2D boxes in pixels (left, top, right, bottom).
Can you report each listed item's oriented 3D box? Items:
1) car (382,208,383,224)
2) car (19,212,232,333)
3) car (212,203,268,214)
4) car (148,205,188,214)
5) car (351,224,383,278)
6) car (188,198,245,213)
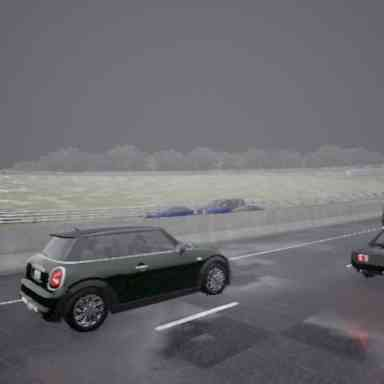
[{"bbox_3d":[13.546,1.283,20.251,5.566,2.045,2.150,-1,-1,-41],"label":"car"},{"bbox_3d":[-1.198,1.518,7.441,4.553,1.767,2.097,0,-1,-41],"label":"car"},{"bbox_3d":[4.196,1.847,26.300,4.892,1.490,1.837,-1,-1,-41],"label":"car"},{"bbox_3d":[-1.865,1.998,30.304,5.008,1.535,1.882,-1,-1,-41],"label":"car"},{"bbox_3d":[6.426,1.680,9.425,4.718,1.301,1.895,0,-1,-41],"label":"car"},{"bbox_3d":[2.665,1.632,29.615,5.566,2.045,2.150,-1,-1,-41],"label":"car"}]
